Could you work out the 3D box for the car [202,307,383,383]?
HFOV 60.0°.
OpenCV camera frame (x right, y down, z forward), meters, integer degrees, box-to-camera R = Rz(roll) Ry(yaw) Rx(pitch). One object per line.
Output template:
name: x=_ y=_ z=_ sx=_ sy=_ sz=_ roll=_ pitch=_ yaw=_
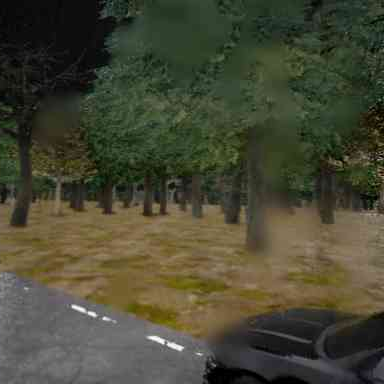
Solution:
car: x=2.342 y=1.657 z=2.625 sx=5.008 sy=1.535 sz=1.882 roll=-1 pitch=-3 yaw=40
